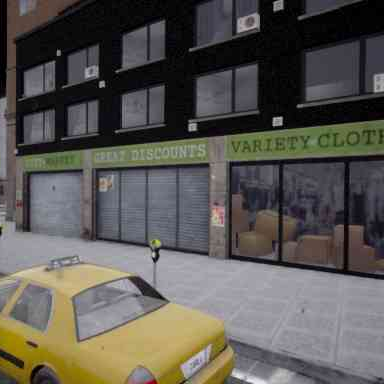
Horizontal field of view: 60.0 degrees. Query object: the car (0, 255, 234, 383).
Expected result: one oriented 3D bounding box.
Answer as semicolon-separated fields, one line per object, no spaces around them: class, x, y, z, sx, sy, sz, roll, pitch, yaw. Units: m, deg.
car;-1.836;1.524;4.401;4.829;1.417;1.752;0;1;36
